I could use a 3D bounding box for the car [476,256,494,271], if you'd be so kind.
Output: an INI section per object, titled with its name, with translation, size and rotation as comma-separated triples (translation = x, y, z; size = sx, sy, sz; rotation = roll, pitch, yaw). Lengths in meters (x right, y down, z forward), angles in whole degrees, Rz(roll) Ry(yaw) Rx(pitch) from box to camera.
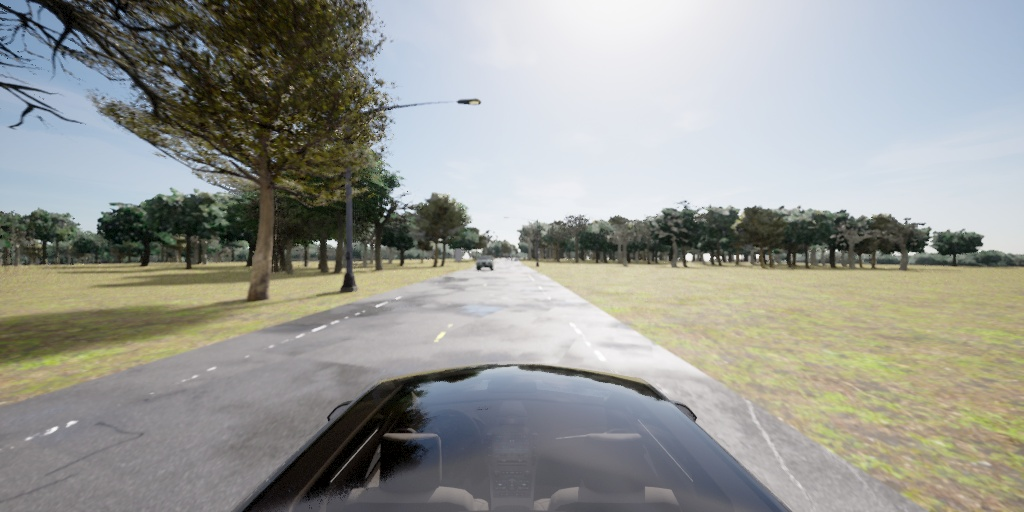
[car]
translation = -3.649, 0.965, 49.090
size = 2.150, 2.045, 5.566
rotation = 0, -1, 0
